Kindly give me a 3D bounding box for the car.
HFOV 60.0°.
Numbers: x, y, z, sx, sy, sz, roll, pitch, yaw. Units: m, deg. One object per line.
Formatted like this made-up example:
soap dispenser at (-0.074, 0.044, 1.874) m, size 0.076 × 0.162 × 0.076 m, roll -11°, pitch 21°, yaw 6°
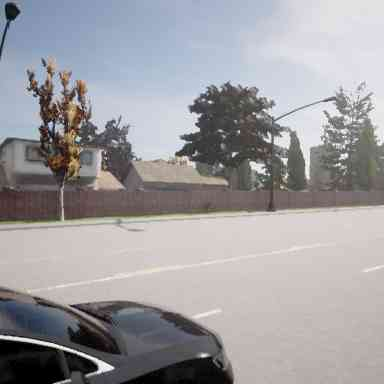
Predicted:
car at (-1.849, 1.503, 2.422) m, size 4.892 × 1.490 × 1.837 m, roll 0°, pitch 0°, yaw -36°
